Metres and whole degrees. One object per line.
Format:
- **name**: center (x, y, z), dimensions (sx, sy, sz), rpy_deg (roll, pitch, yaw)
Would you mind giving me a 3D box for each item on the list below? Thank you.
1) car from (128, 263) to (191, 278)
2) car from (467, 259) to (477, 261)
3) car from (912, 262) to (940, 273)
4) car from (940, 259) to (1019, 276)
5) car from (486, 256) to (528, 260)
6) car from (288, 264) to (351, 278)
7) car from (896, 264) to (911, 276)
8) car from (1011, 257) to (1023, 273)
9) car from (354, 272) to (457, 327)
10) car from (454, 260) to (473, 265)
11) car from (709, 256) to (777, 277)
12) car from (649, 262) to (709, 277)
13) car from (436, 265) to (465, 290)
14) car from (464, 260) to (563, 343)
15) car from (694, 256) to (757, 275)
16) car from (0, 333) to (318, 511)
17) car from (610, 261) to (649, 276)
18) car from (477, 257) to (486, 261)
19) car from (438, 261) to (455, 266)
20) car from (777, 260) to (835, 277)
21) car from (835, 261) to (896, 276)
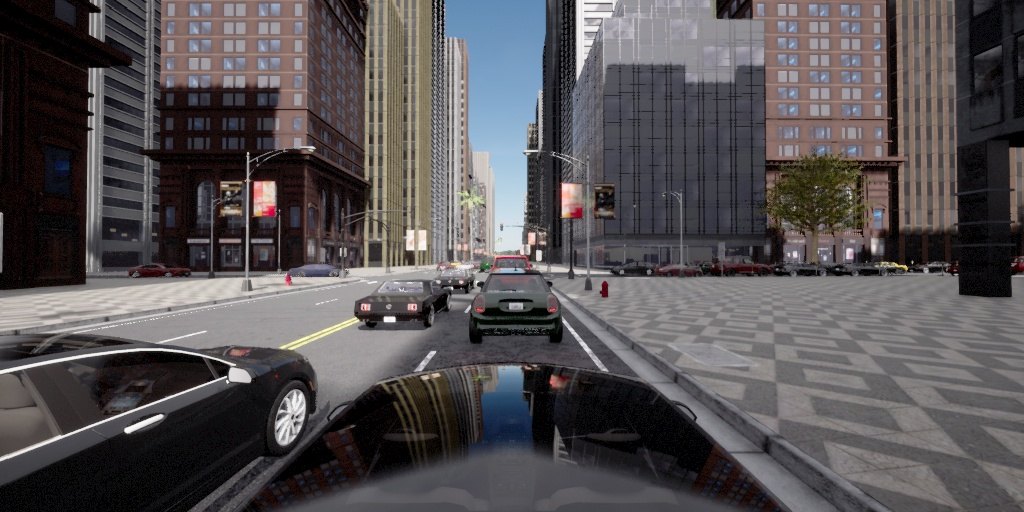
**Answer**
- **car**: center (-34.089, 1.457, 34.815), dimensions (5.008, 1.535, 1.882), rpy_deg (0, -1, 0)
- **car**: center (-6.701, 1.634, 60.986), dimensions (1.895, 1.301, 4.718), rpy_deg (0, 0, 0)
- **car**: center (48.934, 1.325, 42.000), dimensions (4.313, 1.339, 1.948), rpy_deg (0, 0, -1)
- **car**: center (43.439, 1.214, 33.377), dimensions (4.507, 1.381, 1.888), rpy_deg (0, 0, -1)
- **car**: center (-0.038, 1.003, 19.380), dimensions (2.150, 2.045, 5.566), rpy_deg (0, 0, 0)
- **car**: center (-18.677, 1.458, 34.935), dimensions (5.357, 1.411, 2.033), rpy_deg (0, -1, -2)
- **car**: center (36.240, 1.316, 35.827), dimensions (4.718, 1.301, 1.895), rpy_deg (0, -1, -1)
- **car**: center (49.077, 0.973, 33.476), dimensions (5.009, 1.841, 2.192), rpy_deg (0, 0, -1)
- **car**: center (-3.168, 1.361, 11.507), dimensions (1.895, 1.301, 4.718), rpy_deg (0, 0, 0)
- **car**: center (-6.702, 1.570, 51.822), dimensions (1.895, 1.301, 4.718), rpy_deg (0, 0, 0)
- **car**: center (20.889, 1.041, 32.979), dimensions (5.009, 1.841, 2.192), rpy_deg (0, 0, -1)
- **car**: center (15.251, 1.327, 32.880), dimensions (4.207, 1.307, 1.802), rpy_deg (0, 0, -1)
- **car**: center (-3.191, 1.388, 20.675), dimensions (1.895, 1.301, 4.718), rpy_deg (0, 0, 0)
- **car**: center (0.080, 1.109, 9.860), dimensions (2.097, 1.767, 4.553), rpy_deg (0, 0, 0)
- **car**: center (23.066, 1.010, 38.803), dimensions (5.566, 2.045, 2.150), rpy_deg (0, -1, -2)
- **car**: center (-3.151, 1.255, 2.186), dimensions (1.837, 1.490, 4.892), rpy_deg (0, 0, 0)
- **car**: center (13.027, 1.326, 38.617), dimensions (4.892, 1.490, 1.837), rpy_deg (0, -1, -1)
- **car**: center (-3.166, 1.175, 49.458), dimensions (2.150, 2.045, 5.566), rpy_deg (0, 0, 0)
- **car**: center (-9.948, 1.504, 53.076), dimensions (1.812, 1.442, 4.674), rpy_deg (0, 0, -3)
- **car**: center (26.526, 1.276, 33.079), dimensions (4.313, 1.339, 1.948), rpy_deg (0, 0, -1)
- **car**: center (32.163, 1.260, 33.178), dimensions (4.313, 1.339, 1.948), rpy_deg (0, 0, -1)
